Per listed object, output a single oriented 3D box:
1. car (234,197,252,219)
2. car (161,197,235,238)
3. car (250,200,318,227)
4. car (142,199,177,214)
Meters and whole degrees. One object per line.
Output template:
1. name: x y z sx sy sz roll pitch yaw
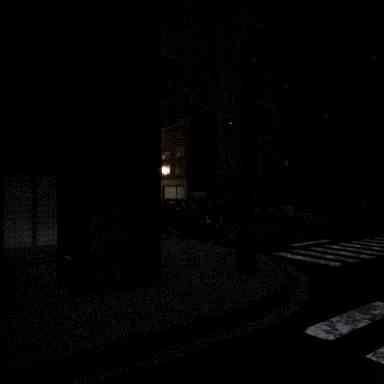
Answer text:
1. car: 2.939 1.313 27.160 2.192 1.841 5.009 0 0 -35
2. car: -0.317 1.285 17.889 2.192 1.841 5.009 0 0 -35
3. car: 6.129 1.529 22.669 1.752 1.417 4.829 0 0 -35
4. car: -3.643 1.530 36.417 1.887 1.381 4.507 0 0 -35
